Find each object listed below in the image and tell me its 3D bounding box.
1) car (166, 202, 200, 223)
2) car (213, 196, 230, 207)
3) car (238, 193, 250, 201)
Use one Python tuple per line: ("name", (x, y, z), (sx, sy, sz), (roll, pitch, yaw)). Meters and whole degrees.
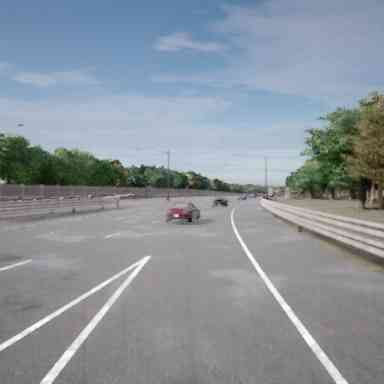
("car", (-0.606, 1.446, 24.807), (1.812, 1.442, 4.674), (0, 0, 12))
("car", (4.170, 1.357, 47.040), (1.837, 1.490, 4.892), (0, 0, 13))
("car", (12.130, 1.301, 79.850), (2.033, 1.411, 5.357), (0, 0, 15))
